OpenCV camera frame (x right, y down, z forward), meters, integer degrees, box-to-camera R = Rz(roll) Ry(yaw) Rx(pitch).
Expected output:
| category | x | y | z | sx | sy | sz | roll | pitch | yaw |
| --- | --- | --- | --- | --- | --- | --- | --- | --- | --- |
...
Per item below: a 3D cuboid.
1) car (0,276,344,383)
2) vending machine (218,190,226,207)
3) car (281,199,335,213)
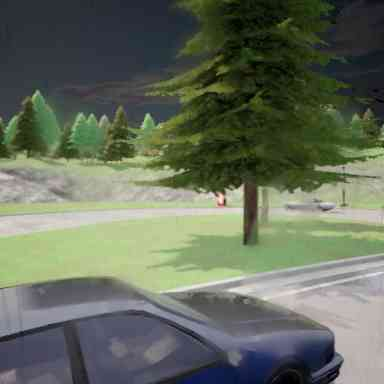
| category | x | y | z | sx | sy | sz | roll | pitch | yaw |
| --- | --- | --- | --- | --- | --- | --- | --- | --- | --- |
| car | -1.024 | 1.534 | 2.852 | 5.357 | 1.411 | 2.033 | -1 | 1 | -33 |
| vending machine | 3.748 | 0.856 | 41.789 | 0.880 | 2.100 | 1.100 | 0 | 0 | 0 |
| car | 11.185 | 1.281 | 32.312 | 4.718 | 1.301 | 1.895 | 0 | 0 | 34 |
